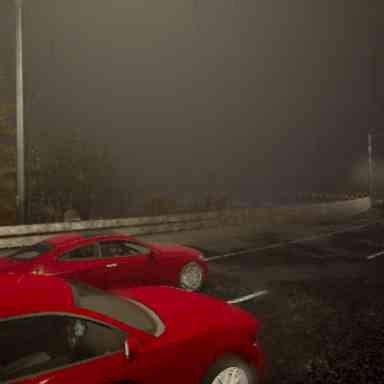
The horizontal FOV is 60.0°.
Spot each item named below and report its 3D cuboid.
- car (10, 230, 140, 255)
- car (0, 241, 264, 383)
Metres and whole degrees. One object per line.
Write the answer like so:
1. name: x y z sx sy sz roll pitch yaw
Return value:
1. car: -1.780 1.534 7.014 4.674 1.442 1.812 -1 0 -37
2. car: -1.535 1.493 2.848 5.008 1.535 1.882 -1 0 -35
